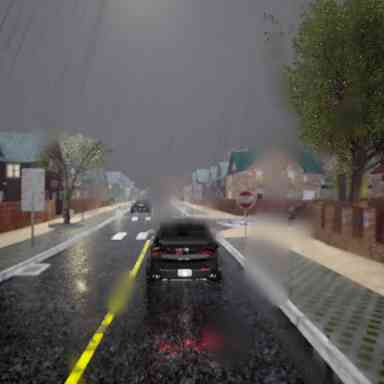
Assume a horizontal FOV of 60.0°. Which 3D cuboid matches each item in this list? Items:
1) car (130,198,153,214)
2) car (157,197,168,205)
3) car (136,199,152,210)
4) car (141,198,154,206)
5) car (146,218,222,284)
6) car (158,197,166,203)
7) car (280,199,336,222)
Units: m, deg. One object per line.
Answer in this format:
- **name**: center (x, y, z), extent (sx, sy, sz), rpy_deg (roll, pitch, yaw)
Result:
- **car**: center (-5.595, 1.622, 36.379), extent (1.994, 1.385, 4.181), rpy_deg (0, 0, -6)
- **car**: center (-5.752, 1.755, 65.240), extent (1.837, 1.490, 4.892), rpy_deg (0, 0, -6)
- **car**: center (-6.624, 1.674, 46.202), extent (1.994, 1.385, 4.181), rpy_deg (0, 0, -7)
- **car**: center (-7.895, 1.746, 58.952), extent (2.033, 1.411, 5.357), rpy_deg (0, 0, -5)
- **car**: center (-0.262, 1.506, 9.624), extent (1.837, 1.490, 4.892), rpy_deg (0, 0, -2)
- **car**: center (-6.838, 1.839, 75.630), extent (1.895, 1.301, 4.718), rpy_deg (0, -1, -6)
- **car**: center (9.142, 1.314, 25.536), extent (4.553, 1.767, 2.097), rpy_deg (0, -1, -8)
